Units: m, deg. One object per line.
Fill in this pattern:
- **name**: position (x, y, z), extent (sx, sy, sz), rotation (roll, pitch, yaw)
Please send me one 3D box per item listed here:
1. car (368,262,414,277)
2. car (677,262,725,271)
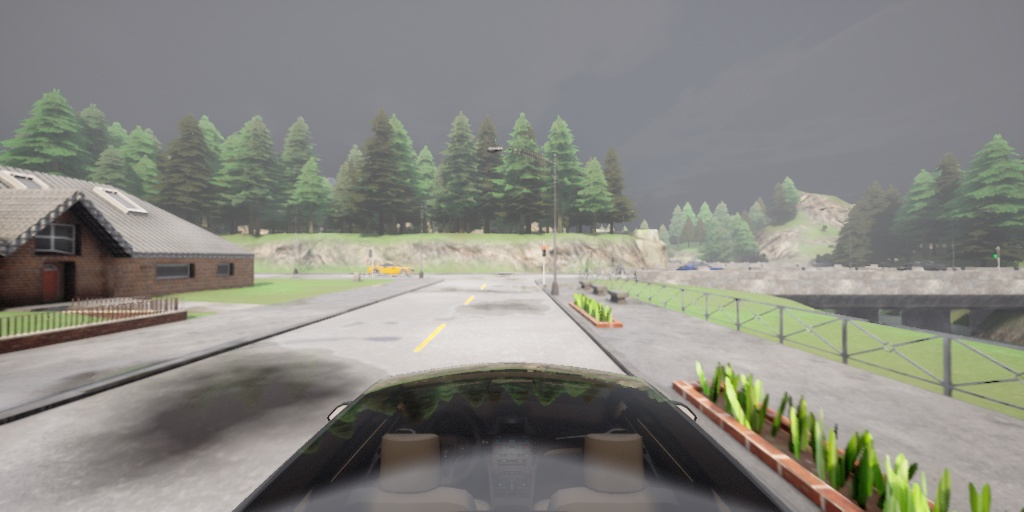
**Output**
- **car**: position (-13.500, 1.432, 40.125), extent (5.008, 1.535, 1.882), rotation (0, -1, 0)
- **car**: position (21.140, 1.433, 40.128), extent (5.008, 1.535, 1.882), rotation (0, -1, 0)
